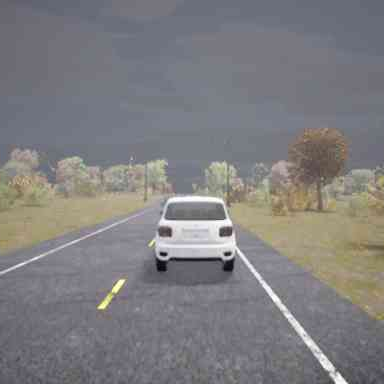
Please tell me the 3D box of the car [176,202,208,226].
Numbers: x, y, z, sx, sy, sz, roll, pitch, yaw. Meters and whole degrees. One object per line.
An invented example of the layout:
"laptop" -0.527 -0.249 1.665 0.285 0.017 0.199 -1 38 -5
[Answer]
"car" 0.044 1.511 24.194 2.033 1.411 5.357 0 0 1

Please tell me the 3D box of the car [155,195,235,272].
"car" 0.069 1.197 10.898 2.150 2.045 5.566 0 -1 0

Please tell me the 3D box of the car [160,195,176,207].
"car" -3.585 1.289 50.243 2.097 1.767 4.553 0 0 0
